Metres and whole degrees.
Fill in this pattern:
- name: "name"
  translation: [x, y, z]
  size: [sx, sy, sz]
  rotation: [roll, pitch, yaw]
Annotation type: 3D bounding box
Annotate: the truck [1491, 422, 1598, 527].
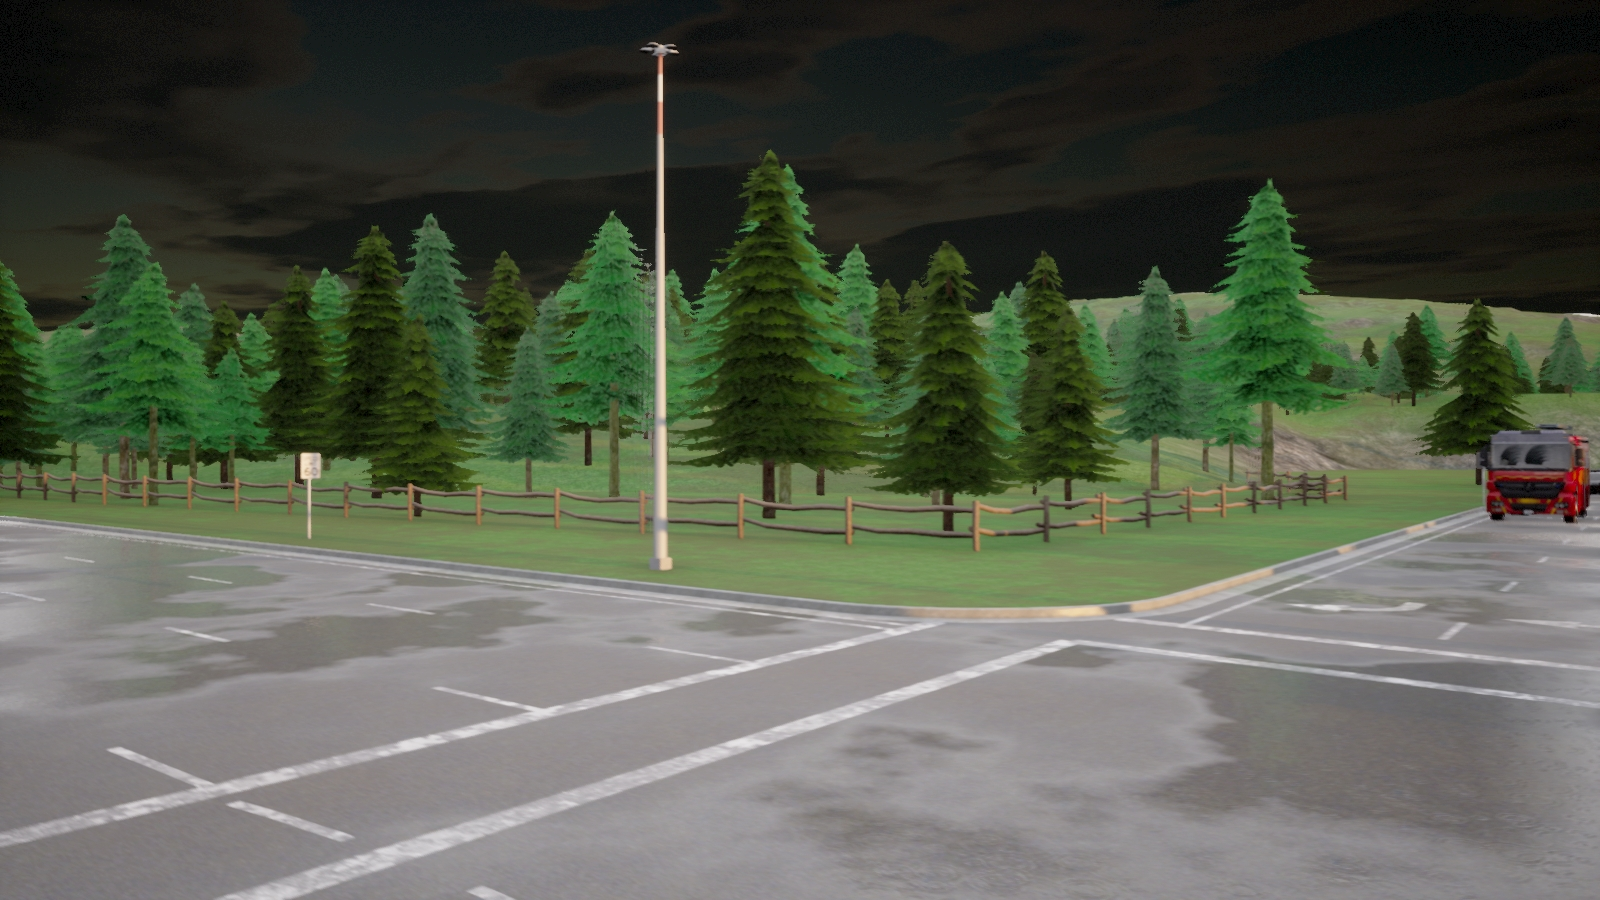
- name: "truck"
  translation: [30.110, 0.894, 46.024]
  size: [2.891, 3.827, 8.468]
  rotation: [0, 0, 38]
